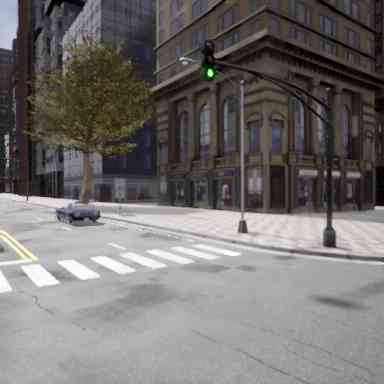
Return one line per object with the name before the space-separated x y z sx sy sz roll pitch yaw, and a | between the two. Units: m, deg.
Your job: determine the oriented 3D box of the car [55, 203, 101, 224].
car | -8.064 1.440 23.157 1.895 1.301 4.718 0 1 -36
